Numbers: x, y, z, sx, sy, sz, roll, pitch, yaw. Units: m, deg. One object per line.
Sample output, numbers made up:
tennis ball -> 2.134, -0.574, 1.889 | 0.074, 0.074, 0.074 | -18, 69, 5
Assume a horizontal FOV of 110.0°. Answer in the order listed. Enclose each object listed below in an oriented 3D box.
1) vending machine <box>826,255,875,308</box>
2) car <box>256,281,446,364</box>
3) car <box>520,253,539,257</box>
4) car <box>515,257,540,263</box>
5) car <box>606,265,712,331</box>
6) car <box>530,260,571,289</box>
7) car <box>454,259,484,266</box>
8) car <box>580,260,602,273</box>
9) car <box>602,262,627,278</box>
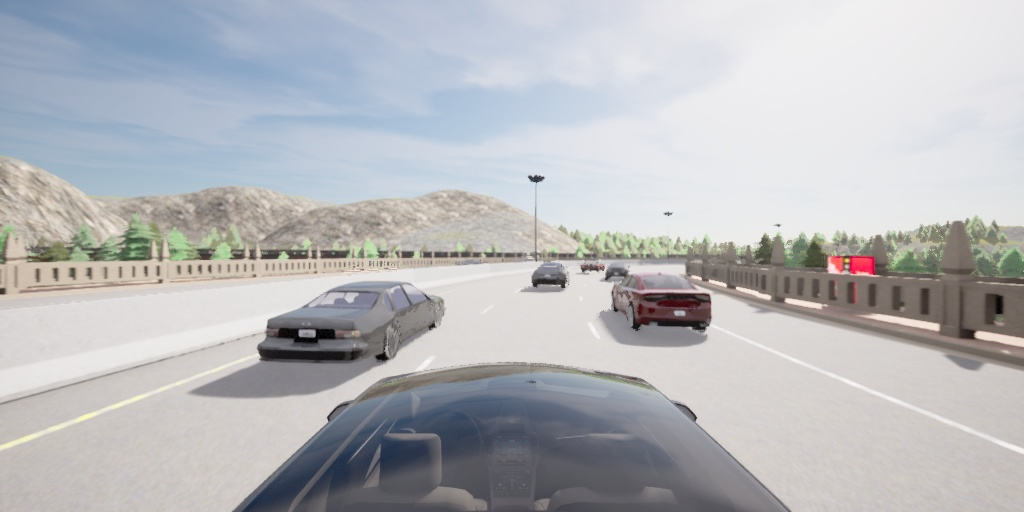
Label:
vending machine -> 12.349, 0.974, 13.107 | 1.100, 2.100, 0.880 | 0, 0, 9
car -> -3.041, 1.272, 8.189 | 2.033, 1.411, 5.357 | 0, 0, 5
car -> 2.820, 0.476, 63.629 | 2.150, 2.045, 5.566 | 0, 0, 36
car -> 2.703, 1.210, 50.496 | 2.033, 1.411, 5.357 | 0, 0, 30
car -> 4.330, 1.227, 11.106 | 1.882, 1.535, 5.008 | 0, 0, 7
car -> 2.494, 1.126, 22.192 | 1.994, 1.385, 4.181 | 0, 0, 14
car -> -5.071, 1.123, 42.746 | 1.882, 1.535, 5.008 | 0, 0, 24
car -> 9.323, 1.159, 40.814 | 1.895, 1.301, 4.718 | 0, 0, 27
car -> 9.108, 1.255, 30.737 | 1.812, 1.442, 4.674 | 0, 0, 20
